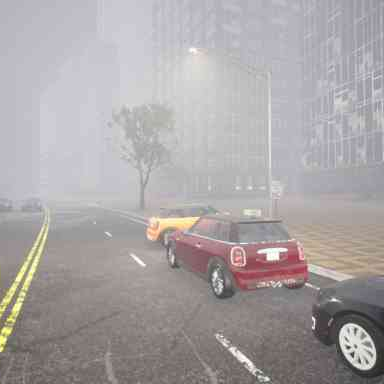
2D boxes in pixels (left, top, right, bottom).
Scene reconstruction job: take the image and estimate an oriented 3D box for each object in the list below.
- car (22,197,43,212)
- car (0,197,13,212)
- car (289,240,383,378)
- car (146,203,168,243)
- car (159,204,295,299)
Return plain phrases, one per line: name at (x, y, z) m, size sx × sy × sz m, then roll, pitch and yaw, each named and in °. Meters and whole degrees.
car at (-18.864, 1.393, 39.376) m, size 2.097 × 1.767 × 4.553 m, roll 0°, pitch 0°, yaw -24°
car at (-21.832, 1.390, 38.052) m, size 2.097 × 1.767 × 4.553 m, roll 0°, pitch 0°, yaw -24°
car at (3.614, 1.505, 3.383) m, size 1.837 × 1.490 × 4.892 m, roll 0°, pitch 0°, yaw -36°
car at (0.363, 1.276, 14.451) m, size 4.553 × 1.767 × 2.097 m, roll -3°, pitch 1°, yaw -18°
car at (0.874, 1.355, 8.851) m, size 2.097 × 1.767 × 4.553 m, roll 0°, pitch 0°, yaw -22°
